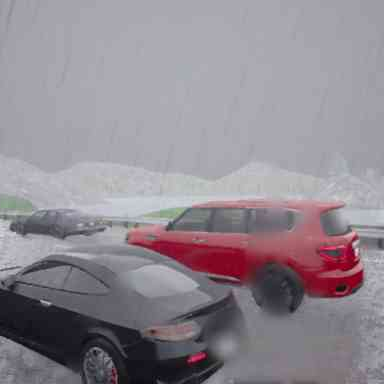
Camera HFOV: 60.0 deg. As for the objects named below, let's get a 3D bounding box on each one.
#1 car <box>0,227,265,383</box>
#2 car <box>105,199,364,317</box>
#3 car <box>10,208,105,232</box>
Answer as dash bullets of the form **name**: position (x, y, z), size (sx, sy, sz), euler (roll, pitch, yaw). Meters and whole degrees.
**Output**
- **car**: position (-1.520, 1.517, 4.930), size (4.674, 1.442, 1.812), euler (0, 0, 34)
- **car**: position (0.795, 1.190, 7.608), size (5.566, 2.045, 2.150), euler (0, 0, 34)
- **car**: position (-6.797, 1.536, 16.654), size (5.357, 1.411, 2.033), euler (0, 0, 31)
